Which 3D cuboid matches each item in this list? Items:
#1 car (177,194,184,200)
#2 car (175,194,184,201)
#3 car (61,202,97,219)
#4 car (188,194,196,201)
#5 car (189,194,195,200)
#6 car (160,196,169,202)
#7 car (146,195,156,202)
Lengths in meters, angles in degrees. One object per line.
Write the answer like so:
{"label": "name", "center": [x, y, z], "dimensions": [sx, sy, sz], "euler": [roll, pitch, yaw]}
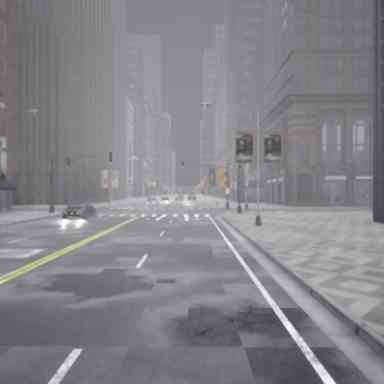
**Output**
{"label": "car", "center": [-3.270, 1.381, 93.996], "dimensions": [1.837, 1.490, 4.892], "euler": [0, 0, 0]}
{"label": "car", "center": [-3.268, 1.590, 82.741], "dimensions": [1.994, 1.385, 4.181], "euler": [0, 0, 0]}
{"label": "car", "center": [-9.774, 1.584, 29.071], "dimensions": [1.994, 1.385, 4.181], "euler": [0, 0, 0]}
{"label": "car", "center": [-0.018, 1.393, 82.711], "dimensions": [2.097, 1.767, 4.553], "euler": [0, 0, 0]}
{"label": "car", "center": [-0.021, 1.381, 93.996], "dimensions": [1.837, 1.490, 4.892], "euler": [0, 0, 0]}
{"label": "car", "center": [-6.517, 1.641, 80.023], "dimensions": [1.895, 1.301, 4.718], "euler": [0, 0, 0]}
{"label": "car", "center": [-9.767, 1.570, 80.053], "dimensions": [1.812, 1.442, 4.674], "euler": [0, 0, 0]}
